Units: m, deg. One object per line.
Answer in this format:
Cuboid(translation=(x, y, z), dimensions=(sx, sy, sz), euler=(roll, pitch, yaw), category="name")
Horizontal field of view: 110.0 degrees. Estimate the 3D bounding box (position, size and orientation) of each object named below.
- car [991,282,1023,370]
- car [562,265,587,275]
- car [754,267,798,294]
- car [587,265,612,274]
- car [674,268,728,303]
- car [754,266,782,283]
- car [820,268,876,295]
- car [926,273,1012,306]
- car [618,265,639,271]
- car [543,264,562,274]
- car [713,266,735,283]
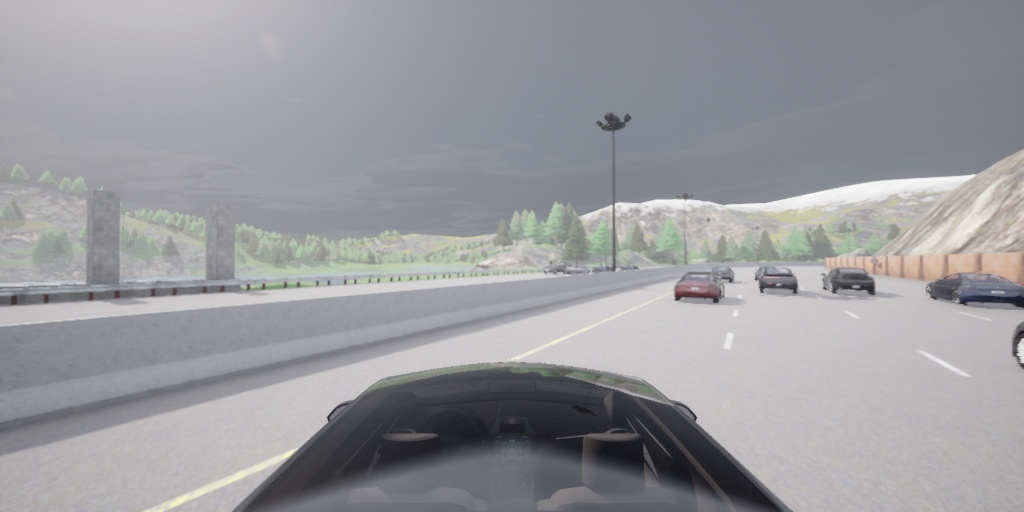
Cuboid(translation=(8.853, 1.274, 4.476), dimensions=(1.837, 1.490, 4.892), euler=(-1, -1, 33), category="car")
Cuboid(translation=(9.135, 1.932, 49.544), dimensions=(1.895, 1.301, 4.718), euler=(-1, -1, 33), category="car")
Cuboid(translation=(16.507, 1.466, 22.413), dimensions=(2.128, 1.511, 4.902), euler=(-1, -1, 33), category="car")
Cuboid(translation=(12.052, 1.866, 47.611), dimensions=(1.994, 1.385, 4.181), euler=(-1, -1, 33), category="car")
Cuboid(translation=(9.577, 1.499, 18.268), dimensions=(1.994, 1.385, 4.181), euler=(-1, -1, 33), category="car")
Cuboid(translation=(23.635, 1.659, 33.209), dimensions=(1.994, 1.385, 4.181), euler=(-1, -1, 33), category="car")
Cuboid(translation=(20.240, 1.464, 21.715), dimensions=(1.837, 1.490, 4.892), euler=(-1, -1, 33), category="car")
Cuboid(translation=(20.791, 1.455, 16.196), dimensions=(1.994, 1.385, 4.181), euler=(-1, -1, 33), category="car")
Cuboid(translation=(14.905, 1.830, 45.583), dimensions=(1.994, 1.385, 4.181), euler=(-1, -1, 34), category="car")
Cuboid(translation=(6.194, 1.845, 51.445), dimensions=(2.128, 1.511, 4.902), euler=(-1, -1, 33), category="car")
Cuboid(translation=(19.175, 1.644, 32.809), dimensions=(2.033, 1.411, 5.357), euler=(-1, -1, 33), category="car")
